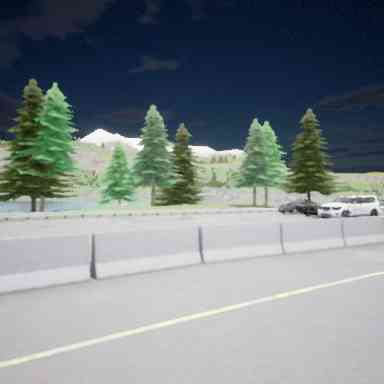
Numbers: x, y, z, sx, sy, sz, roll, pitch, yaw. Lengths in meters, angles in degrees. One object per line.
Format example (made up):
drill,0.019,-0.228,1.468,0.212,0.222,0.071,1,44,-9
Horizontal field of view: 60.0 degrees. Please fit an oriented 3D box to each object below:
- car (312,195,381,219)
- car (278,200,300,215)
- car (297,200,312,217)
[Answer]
car,13.021,1.296,27.395,5.566,2.045,2.150,0,0,-25
car,11.144,1.568,34.225,4.892,1.490,1.837,0,0,-24
car,12.590,1.672,31.068,4.718,1.301,1.895,0,0,-25
